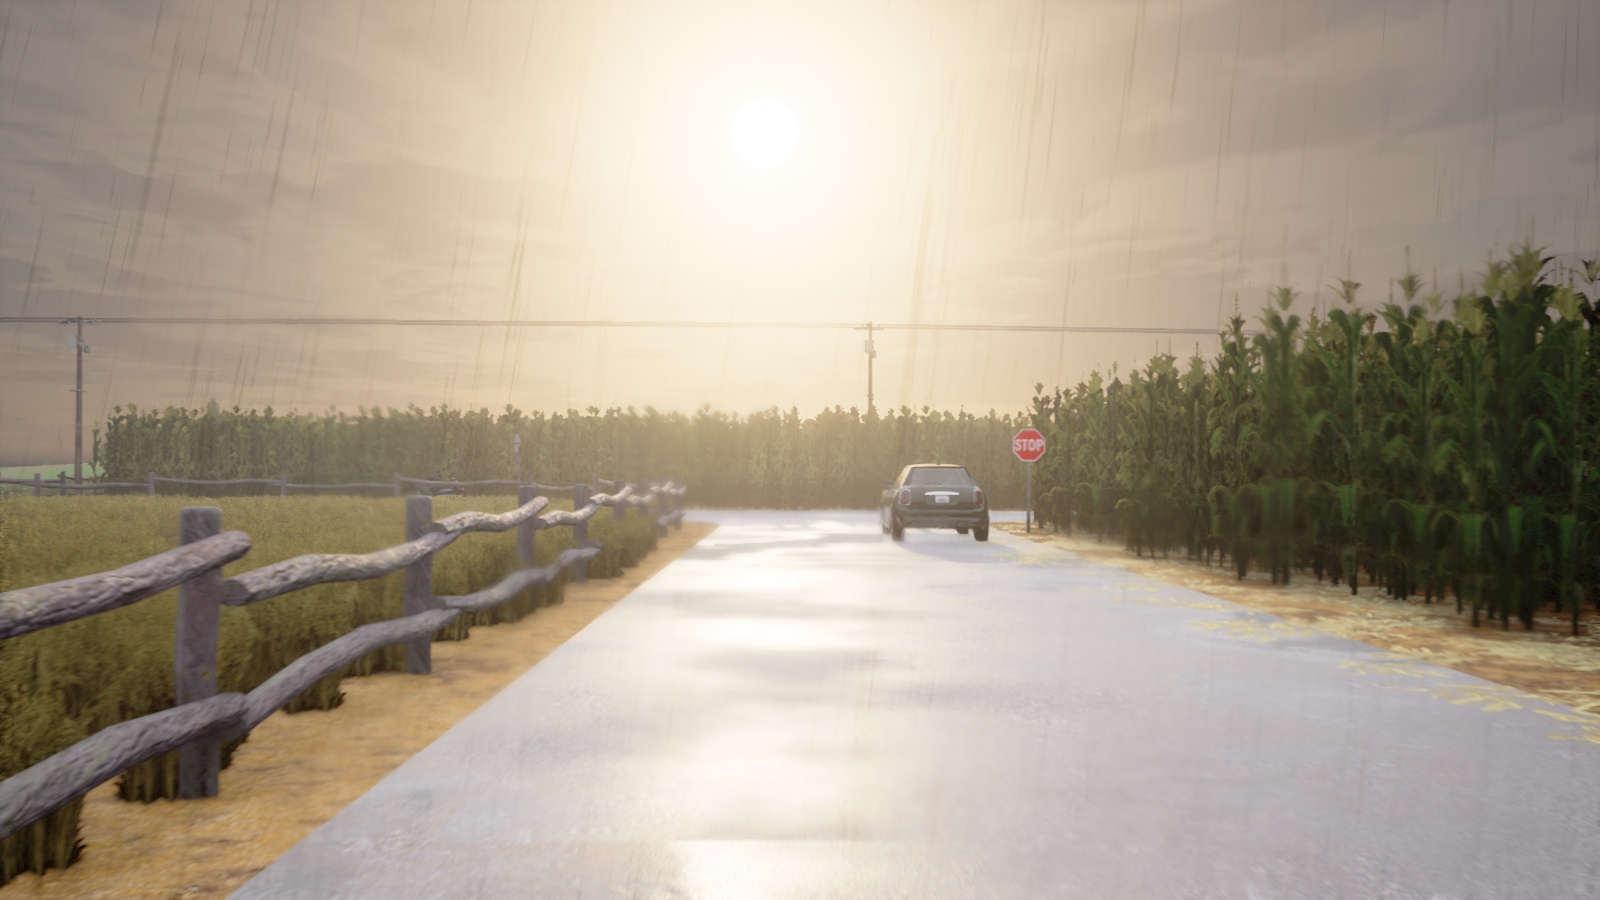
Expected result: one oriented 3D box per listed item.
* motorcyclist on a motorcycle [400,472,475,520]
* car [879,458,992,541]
[{"bbox_3d":[-11.888,1.512,41.262,2.191,1.530,0.866,-1,-1,0],"label":"motorcyclist on a motorcycle"},{"bbox_3d":[3.030,1.091,28.971,2.097,1.767,4.553,0,-1,0],"label":"car"}]
